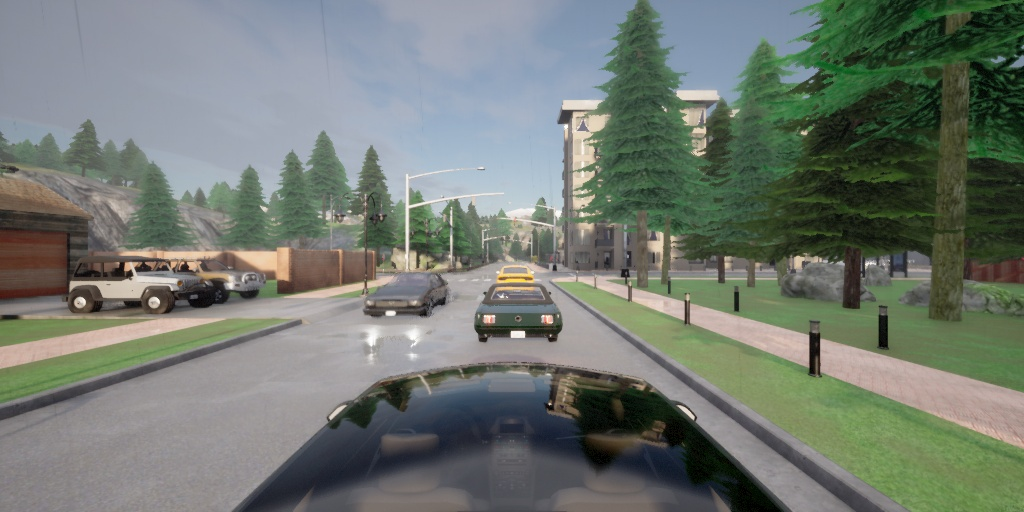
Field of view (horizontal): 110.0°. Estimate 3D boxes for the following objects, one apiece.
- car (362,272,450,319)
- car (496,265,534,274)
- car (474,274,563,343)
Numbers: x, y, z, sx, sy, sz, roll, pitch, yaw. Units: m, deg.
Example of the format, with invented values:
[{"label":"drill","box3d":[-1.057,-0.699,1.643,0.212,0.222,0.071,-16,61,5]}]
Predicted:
[{"label":"car","box3d":[-3.529,1.298,13.154,2.033,1.411,5.357,0,0,1]},{"label":"car","box3d":[0.174,1.228,19.040,1.882,1.535,5.008,0,0,0]},{"label":"car","box3d":[0.145,1.351,9.700,1.895,1.301,4.718,0,0,0]}]
